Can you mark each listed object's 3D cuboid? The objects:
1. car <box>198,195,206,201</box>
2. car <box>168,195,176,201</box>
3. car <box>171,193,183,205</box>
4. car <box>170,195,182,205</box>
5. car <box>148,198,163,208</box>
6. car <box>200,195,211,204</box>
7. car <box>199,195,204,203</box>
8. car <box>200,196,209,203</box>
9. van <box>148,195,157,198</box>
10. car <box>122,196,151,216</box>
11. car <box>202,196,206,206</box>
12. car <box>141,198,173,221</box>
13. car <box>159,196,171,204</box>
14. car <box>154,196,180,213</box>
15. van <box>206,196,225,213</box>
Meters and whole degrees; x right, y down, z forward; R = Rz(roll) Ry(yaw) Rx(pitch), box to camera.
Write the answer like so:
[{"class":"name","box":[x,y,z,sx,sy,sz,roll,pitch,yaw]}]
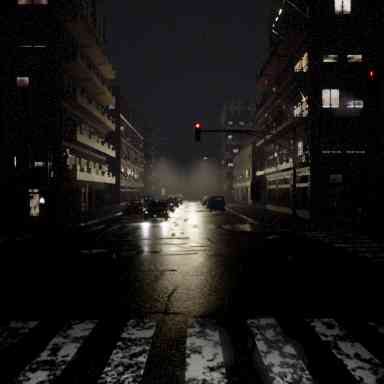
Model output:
[{"class":"car","box":[2.655,1.528,87.777,1.947,1.339,4.313,0,0,0]},{"class":"car","box":[-5.225,1.513,87.785,2.008,1.369,4.403,0,0,0]},{"class":"car","box":[-2.743,1.205,57.641,2.150,2.045,5.566,0,0,1]},{"class":"car","box":[-2.791,1.513,46.998,1.812,1.442,4.674,0,0,0]},{"class":"car","box":[-5.313,1.569,48.715,1.802,1.307,4.206,0,0,0]},{"class":"car","box":[2.632,1.420,65.451,1.967,1.590,4.097,0,0,0]},{"class":"car","box":[2.623,1.551,54.288,1.947,1.339,4.313,0,0,0]},{"class":"car","box":[2.638,1.521,71.032,1.887,1.381,4.507,0,0,0]},{"class":"van","box":[-5.365,1.330,43.134,1.690,1.788,3.998,0,0,0]},{"class":"car","box":[-5.411,1.433,31.970,1.967,1.590,4.097,0,0,0]},{"class":"car","box":[2.704,1.533,43.126,1.887,1.381,4.507,0,0,0]},{"class":"car","box":[-2.809,1.520,27.440,1.812,1.442,4.674,0,0,-1]},{"class":"car","box":[-5.248,1.525,65.459,1.887,1.381,4.507,0,0,0]},{"class":"car","box":[-2.811,1.538,37.086,2.033,1.411,5.357,0,0,0]},{"class":"van","box":[2.733,1.332,36.922,1.690,1.788,3.998,0,0,0]}]
